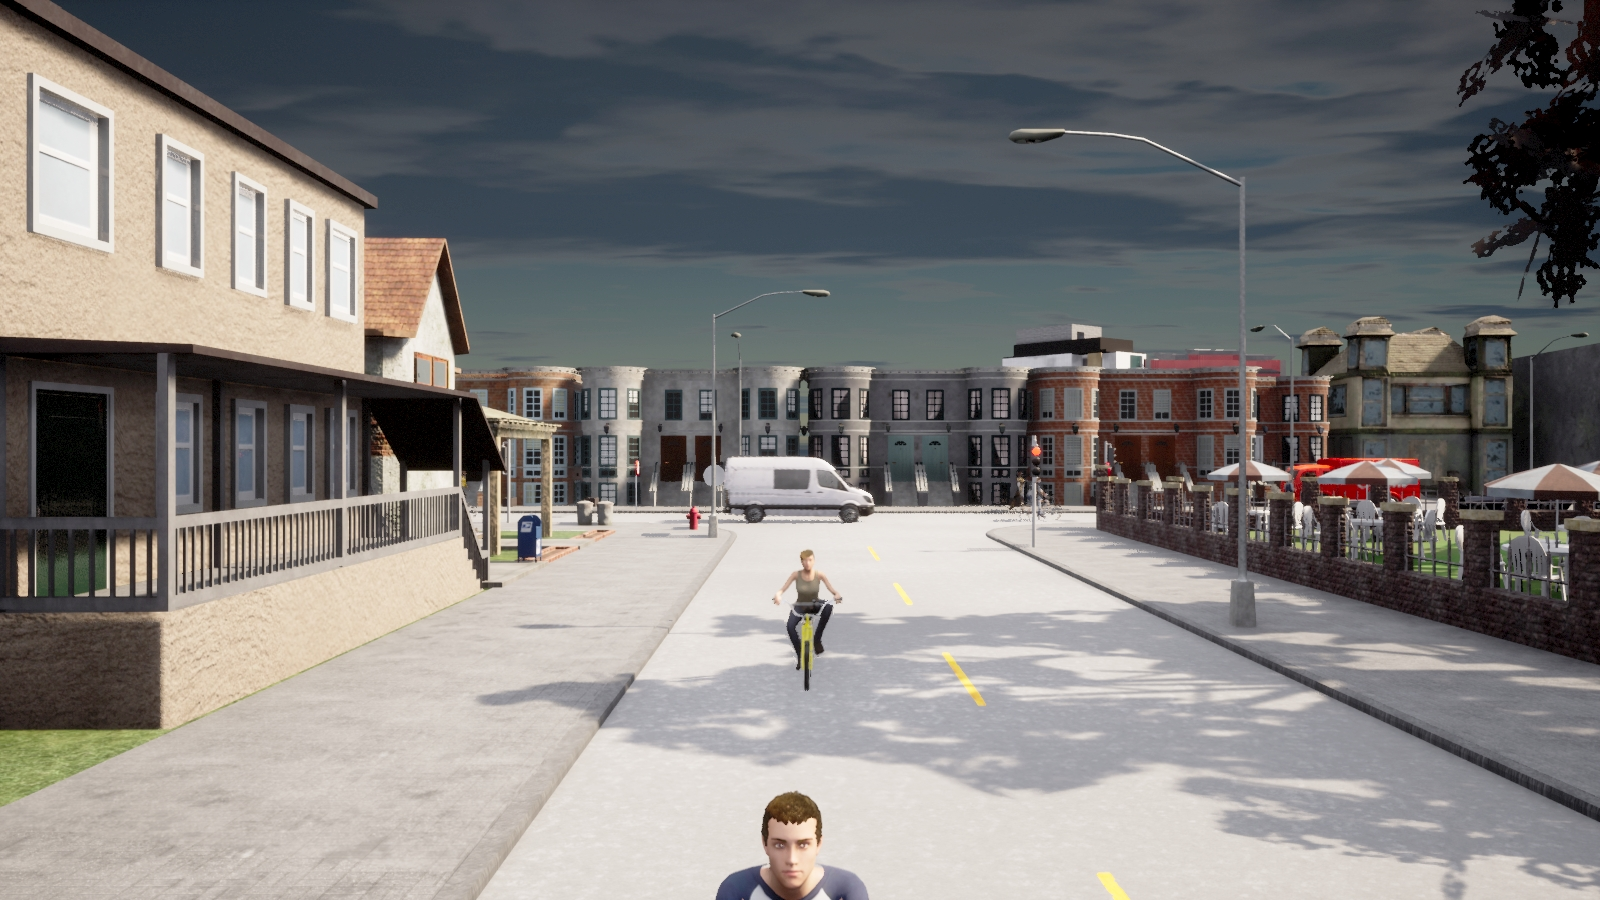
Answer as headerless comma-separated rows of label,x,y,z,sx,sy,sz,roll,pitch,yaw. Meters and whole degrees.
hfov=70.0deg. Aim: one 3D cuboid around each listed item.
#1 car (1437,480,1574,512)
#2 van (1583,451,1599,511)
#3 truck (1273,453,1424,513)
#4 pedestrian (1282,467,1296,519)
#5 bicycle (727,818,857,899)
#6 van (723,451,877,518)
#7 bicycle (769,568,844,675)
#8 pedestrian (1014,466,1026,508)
car,30.125,1.955,48.889,4.718,1.301,1.895,0,0,0
van,37.194,1.334,48.909,5.915,2.561,1.988,0,0,1
truck,23.374,1.365,48.875,5.204,2.467,2.627,0,0,0
pedestrian,17.676,1.533,41.291,0.375,1.860,0.375,0,0,8
bicycle,-0.022,1.937,3.206,0.373,1.296,1.643,0,-1,0
van,-0.012,1.333,44.863,5.915,2.561,1.988,0,0,0
bicycle,0.093,2.042,13.842,0.859,1.080,1.487,0,0,1
pedestrian,9.762,1.649,50.658,0.375,1.860,0.375,0,0,-30
